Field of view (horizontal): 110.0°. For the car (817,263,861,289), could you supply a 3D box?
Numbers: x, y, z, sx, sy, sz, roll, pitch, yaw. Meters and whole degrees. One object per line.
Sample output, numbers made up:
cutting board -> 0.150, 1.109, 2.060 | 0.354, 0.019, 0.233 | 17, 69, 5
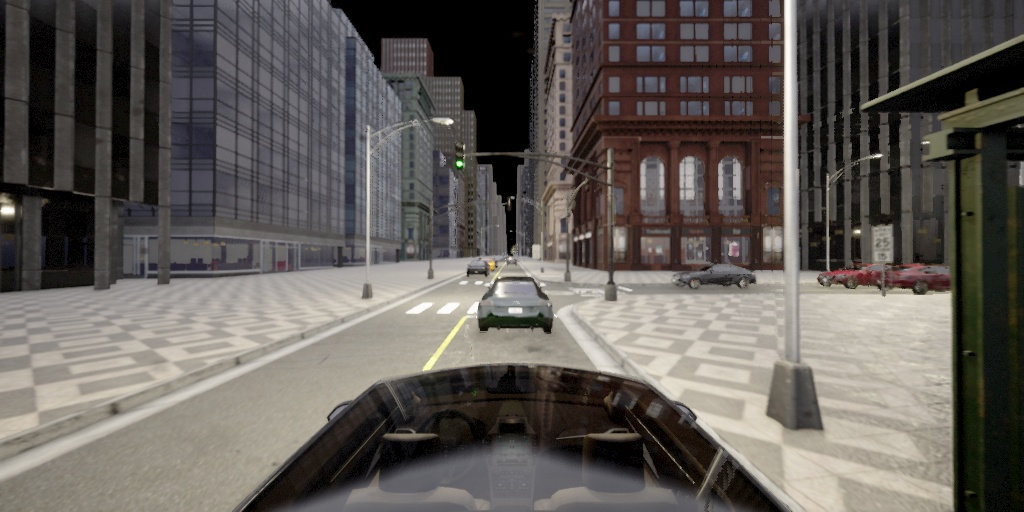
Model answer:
car -> 20.801, 1.153, 21.185 | 4.674, 1.442, 1.812 | 0, 0, 0

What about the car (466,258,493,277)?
car -> -3.107, 1.102, 33.566 | 1.882, 1.535, 5.008 | 0, 0, 0

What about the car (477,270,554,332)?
car -> 0.096, 1.285, 10.698 | 1.994, 1.385, 4.181 | 0, 0, 0

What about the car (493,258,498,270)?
car -> -3.103, 1.054, 43.592 | 1.882, 1.535, 5.008 | 0, 0, 0

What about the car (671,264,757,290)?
car -> 11.865, 1.183, 21.187 | 4.674, 1.442, 1.812 | 0, 0, -2

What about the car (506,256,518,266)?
car -> -0.015, 0.957, 64.066 | 2.128, 1.511, 4.902 | 0, 0, 0

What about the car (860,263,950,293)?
car -> 20.847, 1.126, 18.008 | 4.674, 1.442, 1.812 | 0, 0, 0
